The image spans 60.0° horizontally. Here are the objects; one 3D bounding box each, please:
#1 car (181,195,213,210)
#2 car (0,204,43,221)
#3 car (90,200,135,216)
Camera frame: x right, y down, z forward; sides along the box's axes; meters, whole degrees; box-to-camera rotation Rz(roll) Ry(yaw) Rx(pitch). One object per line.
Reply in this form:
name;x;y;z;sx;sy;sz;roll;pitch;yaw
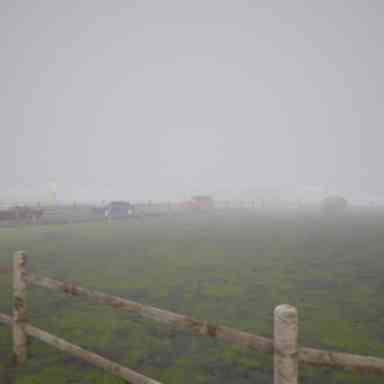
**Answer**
car;0.832;1.481;46.007;2.150;2.045;5.566;0;0;35
car;-14.105;1.635;25.503;1.895;1.301;4.718;0;0;36
car;-8.042;1.601;33.830;1.882;1.535;5.008;0;0;36
